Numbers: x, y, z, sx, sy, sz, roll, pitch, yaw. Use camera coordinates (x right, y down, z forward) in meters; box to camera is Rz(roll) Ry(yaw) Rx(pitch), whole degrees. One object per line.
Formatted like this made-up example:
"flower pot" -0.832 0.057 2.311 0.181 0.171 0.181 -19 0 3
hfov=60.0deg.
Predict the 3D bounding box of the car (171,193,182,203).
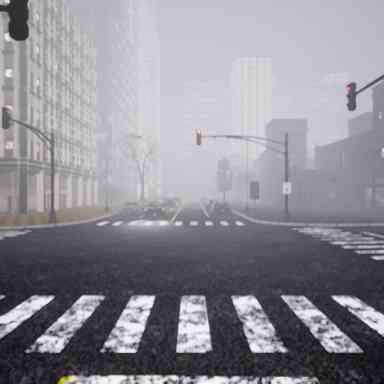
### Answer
"car" -3.054 1.460 65.181 1.994 1.385 4.181 0 0 0

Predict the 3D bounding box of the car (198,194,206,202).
"car" 2.631 1.435 75.474 2.008 1.369 4.403 0 0 0

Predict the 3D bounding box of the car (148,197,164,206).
"car" -5.731 1.458 53.305 2.008 1.369 4.403 0 0 0

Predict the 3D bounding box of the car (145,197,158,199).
"car" -5.723 1.449 42.053 1.752 1.417 4.829 0 0 0

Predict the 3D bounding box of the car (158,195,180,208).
"car" -3.128 1.482 45.248 1.994 1.385 4.181 0 0 0

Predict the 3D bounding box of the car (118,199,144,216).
"car" -5.714 1.523 31.141 1.802 1.307 4.206 0 0 0

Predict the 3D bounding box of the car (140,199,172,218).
"car" -3.104 1.545 29.419 1.895 1.301 4.718 0 0 -1

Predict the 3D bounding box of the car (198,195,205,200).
"car" 2.618 1.438 92.098 1.947 1.339 4.313 0 0 0

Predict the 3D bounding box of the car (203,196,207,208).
"car" 2.658 1.506 42.230 1.802 1.307 4.206 0 0 0

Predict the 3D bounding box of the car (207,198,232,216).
"car" 2.667 1.486 31.148 1.887 1.381 4.507 0 0 0

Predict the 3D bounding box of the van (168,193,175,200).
"van" -5.763 1.213 92.091 1.690 1.788 3.998 0 0 0
